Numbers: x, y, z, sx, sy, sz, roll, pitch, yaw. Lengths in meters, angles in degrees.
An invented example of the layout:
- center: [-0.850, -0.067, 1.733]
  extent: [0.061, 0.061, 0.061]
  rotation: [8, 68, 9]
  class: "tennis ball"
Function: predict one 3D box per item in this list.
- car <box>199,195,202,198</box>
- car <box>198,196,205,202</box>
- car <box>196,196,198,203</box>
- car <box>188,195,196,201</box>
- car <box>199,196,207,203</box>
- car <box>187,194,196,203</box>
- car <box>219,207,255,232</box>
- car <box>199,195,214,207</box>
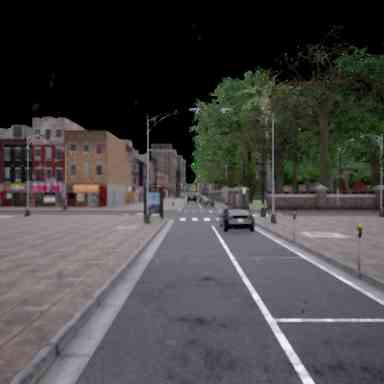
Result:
- center: [2.611, 1.659, 58.224]
  extent: [1.752, 1.417, 4.829]
  rotation: [-1, 0, 0]
  class: "car"
- center: [2.599, 1.783, 90.757]
  extent: [1.967, 1.590, 4.097]
  rotation: [-1, 0, 0]
  class: "car"
- center: [2.603, 1.509, 68.956]
  extent: [2.192, 1.841, 5.009]
  rotation: [-1, 0, 0]
  class: "car"
- center: [-0.020, 1.651, 87.583]
  extent: [1.837, 1.490, 4.892]
  rotation: [0, 0, 0]
  class: "car"
- center: [2.603, 1.704, 79.857]
  extent: [1.967, 1.590, 4.097]
  rotation: [-1, 0, 0]
  class: "car"
- center: [-0.018, 1.463, 77.194]
  extent: [2.150, 2.045, 5.566]
  rotation: [0, 0, 0]
  class: "car"
- center: [2.623, 1.578, 20.091]
  extent: [1.947, 1.339, 4.313]
  rotation: [-1, 0, 0]
  class: "car"
- center: [2.613, 1.659, 52.605]
  extent: [2.008, 1.369, 4.403]
  rotation: [-1, 0, 0]
  class: "car"
